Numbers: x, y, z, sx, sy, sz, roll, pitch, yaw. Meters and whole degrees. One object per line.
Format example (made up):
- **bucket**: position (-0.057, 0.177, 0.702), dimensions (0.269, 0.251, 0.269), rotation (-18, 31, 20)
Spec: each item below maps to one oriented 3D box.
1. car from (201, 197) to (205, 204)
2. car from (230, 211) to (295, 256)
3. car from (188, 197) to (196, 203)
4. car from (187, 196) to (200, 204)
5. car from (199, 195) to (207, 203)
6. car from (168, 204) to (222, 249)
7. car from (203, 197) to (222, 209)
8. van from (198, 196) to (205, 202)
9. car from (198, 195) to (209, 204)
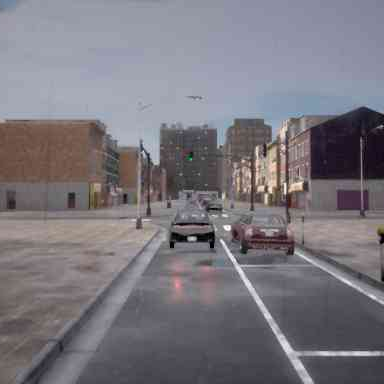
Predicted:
- **car**: position (2.655, 1.702, 45.511), dimensions (1.947, 1.339, 4.313), rotation (1, 0, 0)
- **car**: position (2.663, 1.455, 13.327), dimensions (1.967, 1.590, 4.097), rotation (2, 0, 0)
- **car**: position (-0.001, 1.815, 80.604), dimensions (2.033, 1.411, 5.357), rotation (0, -1, 0)
- **car**: position (0.000, 1.851, 64.762), dimensions (2.033, 1.411, 5.357), rotation (0, -1, 0)
- **car**: position (2.749, 1.721, 59.793), dimensions (1.882, 1.535, 5.008), rotation (0, 0, 0)
- **car**: position (0.000, 1.513, 14.659), dimensions (2.128, 1.511, 4.902), rotation (0, 0, 0)
- **car**: position (2.656, 1.670, 40.074), dimensions (1.947, 1.339, 4.313), rotation (1, 0, 0)
- **van**: position (2.656, 1.942, 94.451), dimensions (1.690, 1.788, 3.998), rotation (1, -1, 0)
- **car**: position (2.658, 1.732, 78.138), dimensions (2.192, 1.841, 5.009), rotation (1, -1, 0)
